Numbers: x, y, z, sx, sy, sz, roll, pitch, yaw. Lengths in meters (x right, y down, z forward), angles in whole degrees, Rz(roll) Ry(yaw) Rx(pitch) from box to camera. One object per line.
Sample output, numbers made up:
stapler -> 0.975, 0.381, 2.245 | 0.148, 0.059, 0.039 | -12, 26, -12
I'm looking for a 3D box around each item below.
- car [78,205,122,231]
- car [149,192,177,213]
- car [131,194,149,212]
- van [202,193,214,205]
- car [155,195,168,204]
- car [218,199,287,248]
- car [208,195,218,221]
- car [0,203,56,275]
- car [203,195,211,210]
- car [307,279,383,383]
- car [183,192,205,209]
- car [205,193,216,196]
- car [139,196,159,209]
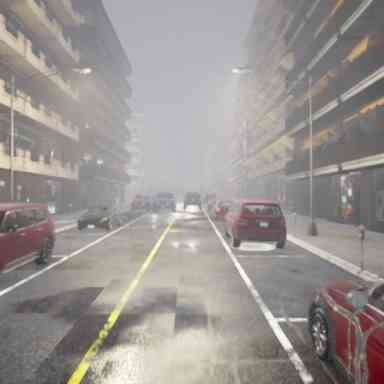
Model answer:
car -> -5.318, 1.441, 19.752 | 1.947, 1.339, 4.313 | 1, 0, 0
car -> -2.786, 1.021, 34.490 | 2.150, 2.045, 5.566 | 0, 0, 0
car -> -5.330, 1.103, 36.340 | 2.192, 1.841, 5.009 | 1, 0, 0
van -> 2.498, 1.061, 52.888 | 1.690, 1.788, 3.998 | 1, 0, 0
car -> -5.359, 1.282, 58.466 | 1.802, 1.307, 4.206 | 1, 0, 0
car -> 2.540, 1.223, 14.167 | 2.192, 1.841, 5.009 | 1, 0, 0
car -> 2.525, 1.285, 25.231 | 1.967, 1.590, 4.097 | 1, 0, 0
car -> -5.300, 1.257, 8.688 | 2.192, 1.841, 5.009 | 1, 0, 0
car -> 2.511, 1.371, 36.294 | 1.802, 1.307, 4.206 | 1, 0, 0
car -> 2.590, 1.419, 3.107 | 1.967, 1.590, 4.097 | 1, 0, 0
car -> 0.060, 0.992, 40.730 | 2.150, 2.045, 5.566 | 0, 1, 0
car -> 2.505, 1.056, 47.356 | 2.192, 1.841, 5.009 | 1, 0, 0
car -> -5.341, 1.308, 41.873 | 1.887, 1.381, 4.507 | 1, 0, 0
